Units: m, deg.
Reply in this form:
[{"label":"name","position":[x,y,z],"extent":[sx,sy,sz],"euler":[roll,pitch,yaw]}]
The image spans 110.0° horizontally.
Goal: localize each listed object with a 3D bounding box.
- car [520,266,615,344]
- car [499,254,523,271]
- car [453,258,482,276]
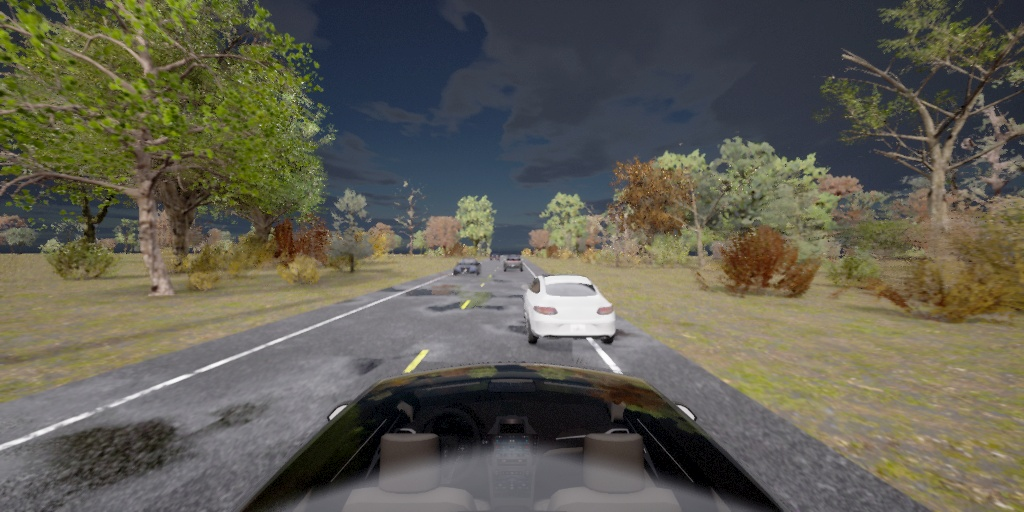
[{"label":"car","position":[1.243,1.152,9.036],"extent":[1.812,1.442,4.674],"euler":[0,1,0]},{"label":"car","position":[0.145,0.702,36.082],"extent":[2.128,1.511,4.902],"euler":[0,1,1]},{"label":"car","position":[-3.530,0.875,29.174],"extent":[1.994,1.385,4.181],"euler":[0,1,0]}]
